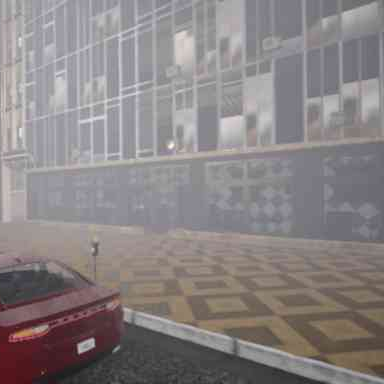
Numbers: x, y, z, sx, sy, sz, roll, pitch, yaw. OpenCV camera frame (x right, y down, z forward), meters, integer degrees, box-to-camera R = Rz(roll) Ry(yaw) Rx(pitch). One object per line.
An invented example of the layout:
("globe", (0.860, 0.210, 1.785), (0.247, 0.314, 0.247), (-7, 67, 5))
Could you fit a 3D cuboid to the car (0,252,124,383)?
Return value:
("car", (-2.998, 1.602, 5.012), (4.507, 1.381, 1.887), (-1, -1, 35))
